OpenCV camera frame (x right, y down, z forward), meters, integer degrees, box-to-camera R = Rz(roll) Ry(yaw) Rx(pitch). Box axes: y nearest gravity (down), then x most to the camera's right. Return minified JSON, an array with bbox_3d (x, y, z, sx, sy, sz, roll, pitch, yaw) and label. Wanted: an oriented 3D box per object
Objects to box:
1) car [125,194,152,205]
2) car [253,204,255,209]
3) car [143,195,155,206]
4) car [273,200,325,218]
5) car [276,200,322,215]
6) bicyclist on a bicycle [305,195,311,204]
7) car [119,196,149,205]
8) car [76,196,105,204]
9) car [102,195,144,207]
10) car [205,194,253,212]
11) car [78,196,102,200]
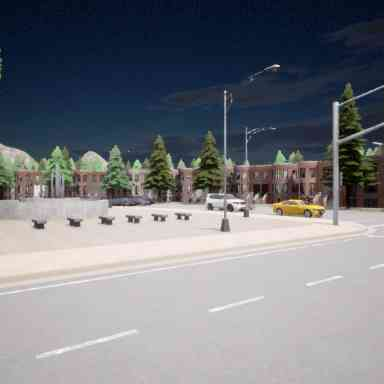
[{"bbox_3d":[-9.826,1.352,61.188,4.553,1.767,2.097,0,0,21],"label":"car"},{"bbox_3d":[5.749,1.526,41.792,1.812,1.442,4.674,0,0,-41],"label":"car"},{"bbox_3d":[-8.612,1.547,53.020,5.357,1.411,2.033,0,0,26],"label":"car"},{"bbox_3d":[9.824,1.478,30.816,1.882,1.535,5.008,0,0,-37],"label":"car"},{"bbox_3d":[11.143,1.564,34.889,1.994,1.385,4.181,0,0,-37],"label":"car"},{"bbox_3d":[16.257,1.303,46.652,1.656,1.620,0.582,0,0,-37],"label":"bicyclist on a bicycle"},{"bbox_3d":[-10.071,1.505,57.567,4.892,1.490,1.837,0,0,22],"label":"car"},{"bbox_3d":[-19.439,1.491,63.892,4.902,1.511,2.128,0,0,7],"label":"car"},{"bbox_3d":[-10.399,1.547,50.017,5.357,1.411,2.033,0,0,25],"label":"car"},{"bbox_3d":[3.901,1.221,38.684,2.150,2.045,5.566,0,0,-39],"label":"car"},{"bbox_3d":[-19.742,1.547,60.382,5.357,1.411,2.033,0,0,9],"label":"car"}]
